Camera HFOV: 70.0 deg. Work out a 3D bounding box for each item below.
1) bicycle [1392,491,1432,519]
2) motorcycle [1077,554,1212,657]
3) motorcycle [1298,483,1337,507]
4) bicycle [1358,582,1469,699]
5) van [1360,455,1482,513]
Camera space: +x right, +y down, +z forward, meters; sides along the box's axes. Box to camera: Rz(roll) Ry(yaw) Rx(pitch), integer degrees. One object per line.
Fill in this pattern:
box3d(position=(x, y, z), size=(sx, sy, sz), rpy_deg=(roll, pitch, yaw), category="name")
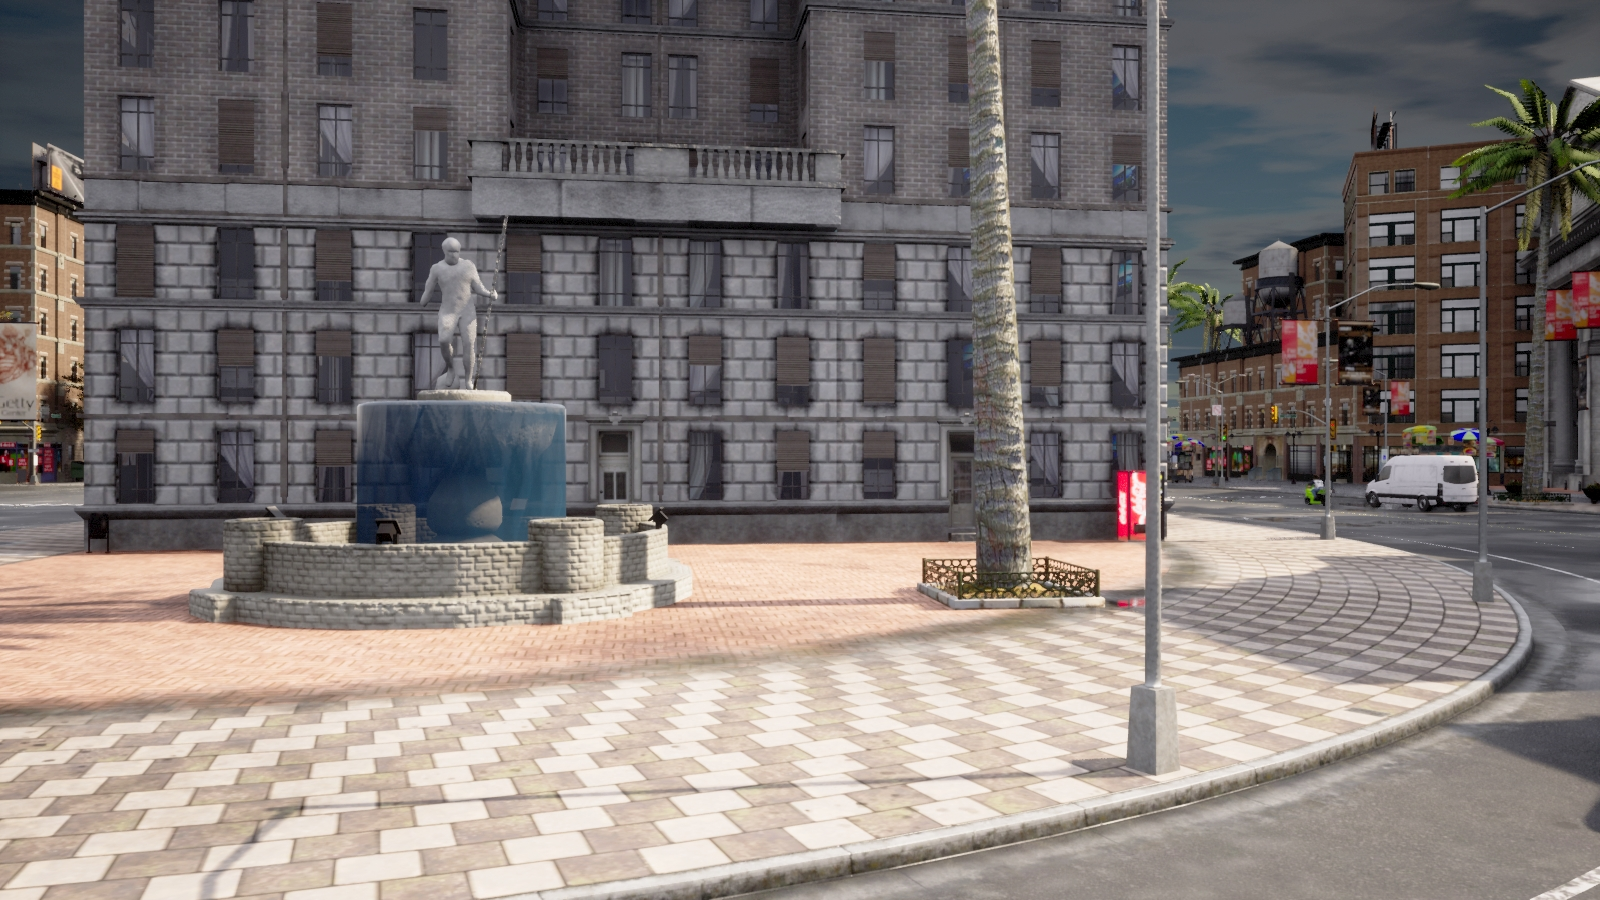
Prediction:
box3d(position=(25.221, 2.256, 47.117), size=(0.859, 1.080, 1.487), rpy_deg=(-1, 0, 2), category="bicycle")
box3d(position=(4.916, 2.182, 16.286), size=(1.805, 1.236, 0.856), rpy_deg=(0, 0, -31), category="motorcycle")
box3d(position=(25.446, 2.212, 56.229), size=(0.803, 1.145, 2.033), rpy_deg=(0, -1, -7), category="motorcycle")
box3d(position=(7.214, 2.206, 13.410), size=(1.643, 1.196, 0.373), rpy_deg=(0, -1, -32), category="bicycle")
box3d(position=(29.225, 1.534, 54.067), size=(1.988, 2.561, 5.915), rpy_deg=(0, 0, -7), category="van")
